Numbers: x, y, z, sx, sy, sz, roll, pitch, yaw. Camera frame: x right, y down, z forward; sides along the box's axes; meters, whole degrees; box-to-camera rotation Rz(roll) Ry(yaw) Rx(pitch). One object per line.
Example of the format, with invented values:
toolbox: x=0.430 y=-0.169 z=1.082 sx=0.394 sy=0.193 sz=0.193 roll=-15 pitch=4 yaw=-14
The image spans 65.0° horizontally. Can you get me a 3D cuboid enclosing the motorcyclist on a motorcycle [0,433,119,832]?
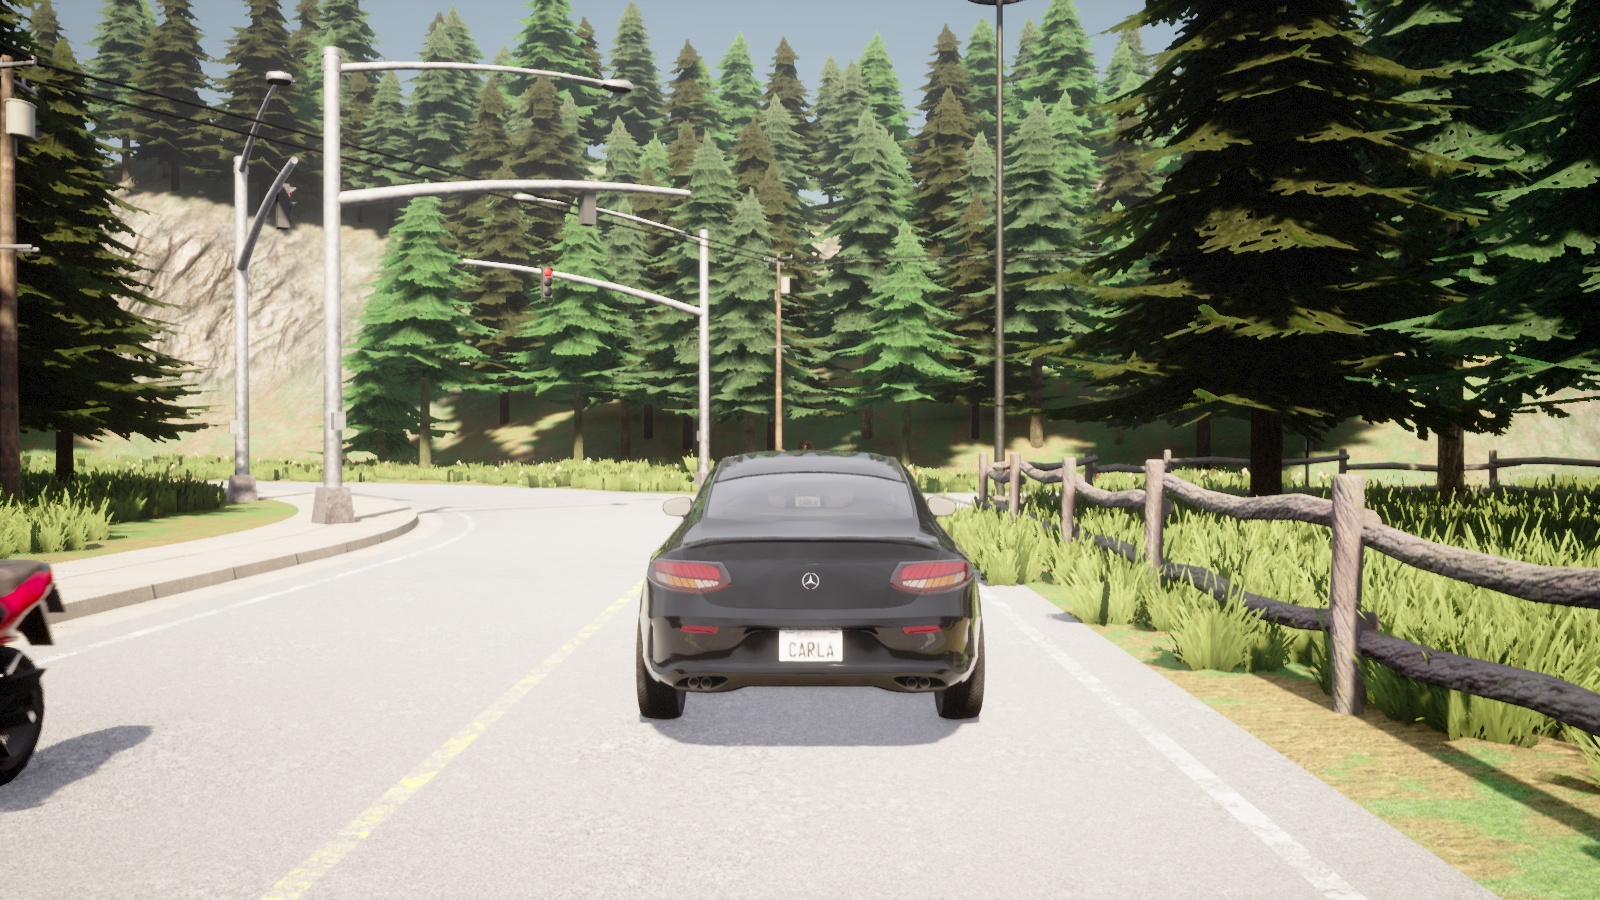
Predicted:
motorcyclist on a motorcycle: x=-3.458 y=0.699 z=4.608 sx=0.797 sy=1.523 sz=2.044 roll=0 pitch=0 yaw=0

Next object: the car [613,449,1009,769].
car: x=0.061 y=0.724 z=8.089 sx=1.812 sy=1.442 sz=4.674 roll=0 pitch=0 yaw=0
